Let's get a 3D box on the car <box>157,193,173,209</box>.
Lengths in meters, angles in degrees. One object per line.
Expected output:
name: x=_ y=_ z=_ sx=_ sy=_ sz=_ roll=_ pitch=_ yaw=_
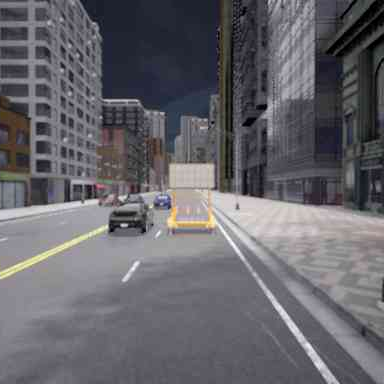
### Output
car: x=-3.171 y=1.045 z=36.872 sx=1.812 sy=1.442 sz=4.674 roll=0 pitch=1 yaw=0

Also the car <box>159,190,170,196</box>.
car: x=-6.544 y=0.238 z=79.419 sx=2.128 sy=1.511 sz=4.902 roll=0 pitch=1 yaw=0

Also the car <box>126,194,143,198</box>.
car: x=-6.602 y=1.012 z=37.886 sx=1.837 sy=1.490 sz=4.892 roll=0 pitch=0 yaw=0

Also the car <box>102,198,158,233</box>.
car: x=-3.160 y=1.270 z=17.918 sx=1.837 sy=1.490 sz=4.892 roll=0 pitch=1 yaw=0

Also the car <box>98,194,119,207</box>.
car: x=-9.848 y=1.004 z=39.939 sx=1.812 sy=1.442 sz=4.674 roll=0 pitch=1 yaw=0

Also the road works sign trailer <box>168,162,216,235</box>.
road works sign trailer: x=-0.009 y=0.240 z=17.102 sx=2.380 sy=3.560 sz=2.880 roll=0 pitch=1 yaw=0
